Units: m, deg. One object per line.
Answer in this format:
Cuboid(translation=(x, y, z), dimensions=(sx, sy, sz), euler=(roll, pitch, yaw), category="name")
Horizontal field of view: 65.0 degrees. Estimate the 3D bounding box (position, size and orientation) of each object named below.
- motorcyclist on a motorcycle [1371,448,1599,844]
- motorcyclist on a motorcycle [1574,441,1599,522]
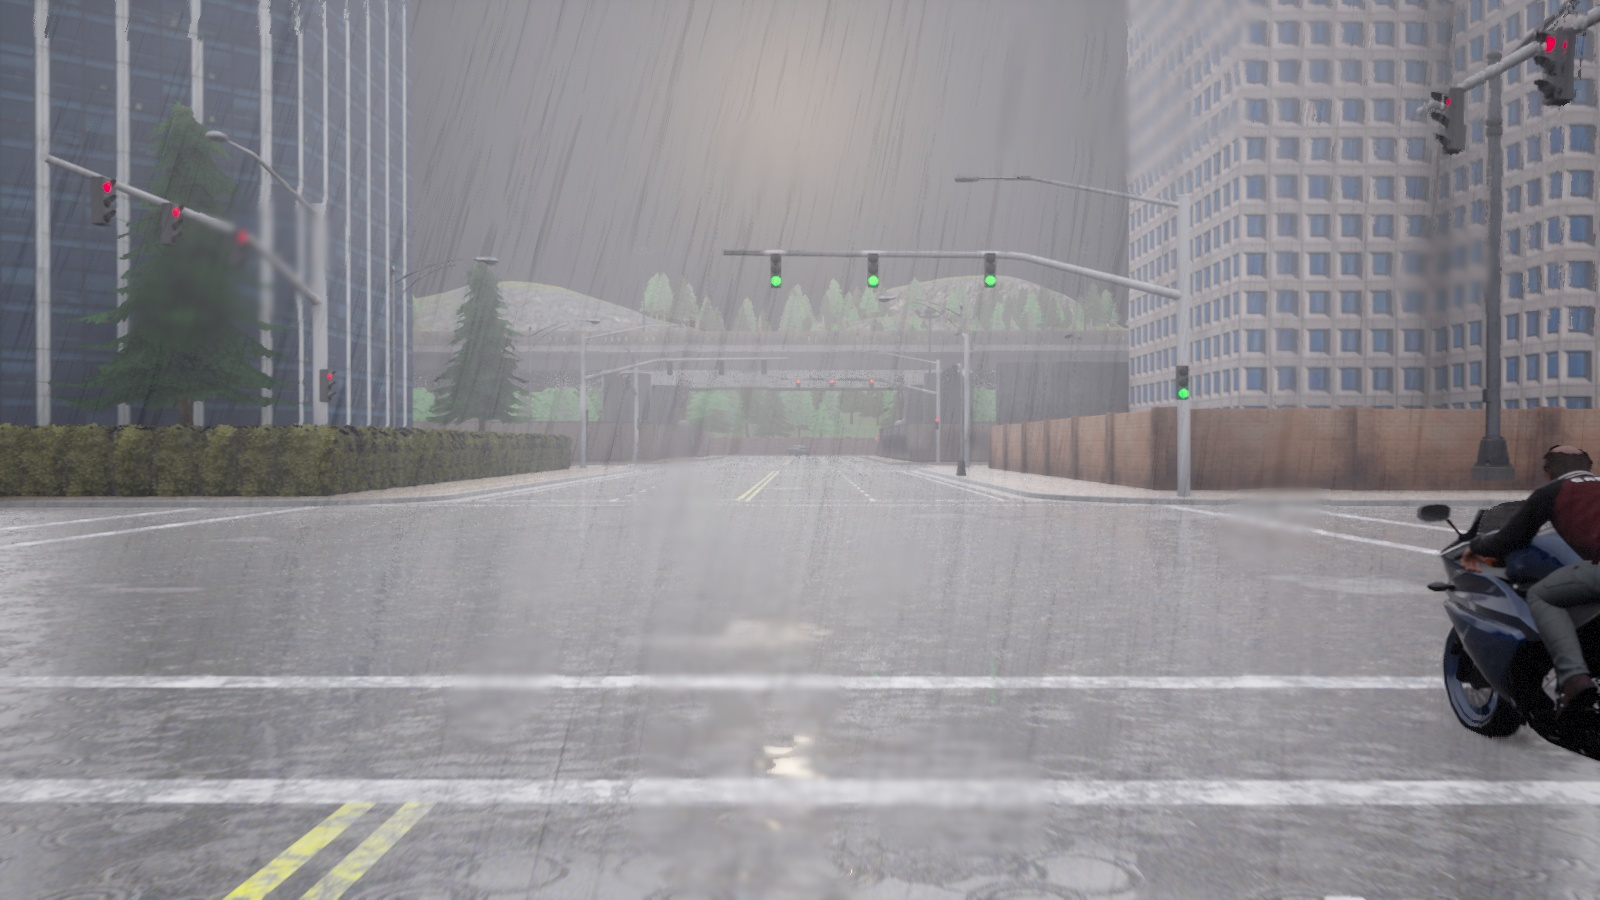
Cuboid(translation=(3.548, 0.761, 5.762), dimensions=(0.866, 1.530, 2.191), euler=(0, 0, 0), category="motorcyclist on a motorcycle")
Cuboid(translation=(16.560, 0.612, 24.954), dimensions=(1.817, 1.590, 0.866), euler=(0, 0, 1), category="motorcyclist on a motorcycle")
